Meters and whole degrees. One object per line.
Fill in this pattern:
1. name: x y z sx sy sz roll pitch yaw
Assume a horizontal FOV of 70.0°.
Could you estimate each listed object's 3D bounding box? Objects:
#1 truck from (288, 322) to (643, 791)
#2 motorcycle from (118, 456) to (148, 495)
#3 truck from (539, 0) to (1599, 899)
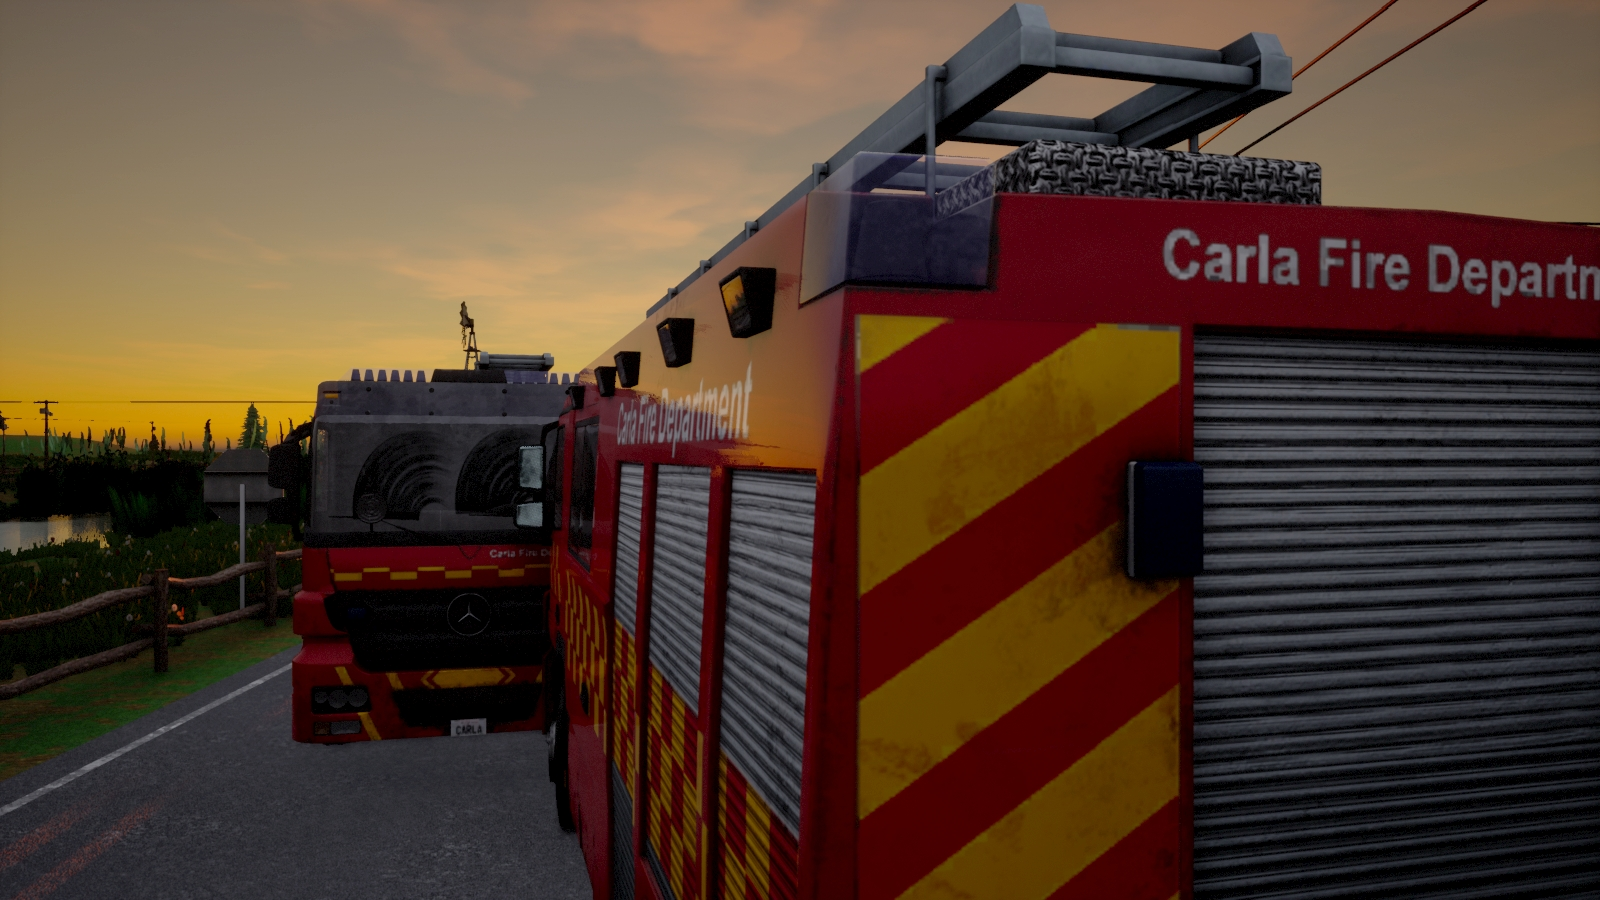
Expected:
1. truck: -3.937 0.862 13.795 2.891 3.827 8.468 0 0 -16
2. motorcycle: -41.464 1.577 71.043 0.803 2.348 2.033 0 0 -4
3. truck: 0.137 0.867 6.871 2.891 3.827 8.468 0 0 -16
